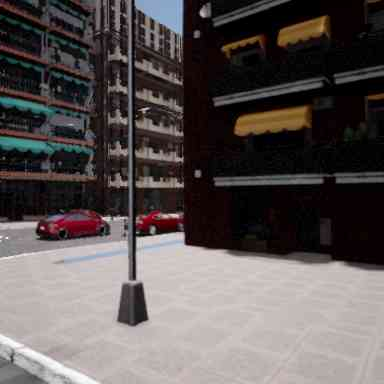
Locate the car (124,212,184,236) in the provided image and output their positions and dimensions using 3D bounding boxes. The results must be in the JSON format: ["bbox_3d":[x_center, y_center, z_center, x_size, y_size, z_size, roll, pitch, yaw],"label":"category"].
[{"bbox_3d":[-2.291,1.931,21.266,1.887,1.381,4.507,-1,-2,35],"label":"car"}]

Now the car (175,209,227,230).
[{"bbox_3d":[0.767,2.022,25.620,1.947,1.339,4.313,-1,-2,35],"label":"car"}]

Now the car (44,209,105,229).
[{"bbox_3d":[-9.121,2.030,26.063,1.802,1.307,4.206,-1,-2,35],"label":"car"}]

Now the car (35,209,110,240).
[{"bbox_3d":[-6.853,1.915,19.433,1.994,1.385,4.181,-1,-1,35],"label":"car"}]
